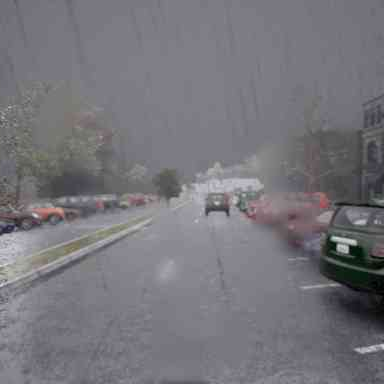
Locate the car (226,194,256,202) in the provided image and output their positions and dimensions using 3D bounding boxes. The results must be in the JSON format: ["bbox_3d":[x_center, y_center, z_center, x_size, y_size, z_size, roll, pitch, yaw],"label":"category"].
[{"bbox_3d":[8.914,1.070,60.997,4.892,1.521,2.231,0,0,-17],"label":"car"}]

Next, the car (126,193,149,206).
[{"bbox_3d":[-9.937,1.232,50.885,5.566,2.045,2.435,-2,1,-16],"label":"car"}]

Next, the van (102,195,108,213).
[{"bbox_3d":[-10.962,1.359,33.112,4.442,1.987,1.878,-2,0,-16],"label":"van"}]

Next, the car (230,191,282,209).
[{"bbox_3d":[7.636,0.946,39.965,5.566,2.045,2.435,0,0,-16],"label":"car"}]

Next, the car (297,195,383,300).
[{"bbox_3d":[5.386,1.138,6.938,5.566,2.045,2.435,0,0,-16],"label":"car"}]

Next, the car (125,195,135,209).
[{"bbox_3d":[-10.305,1.527,42.043,5.366,1.575,1.946,-2,0,-16],"label":"car"}]

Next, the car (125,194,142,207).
[{"bbox_3d":[-10.068,1.529,47.941,4.792,1.488,2.163,-2,0,-16],"label":"car"}]

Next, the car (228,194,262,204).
[{"bbox_3d":[8.761,1.101,55.033,5.366,1.575,1.946,0,0,-17],"label":"car"}]

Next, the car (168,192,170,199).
[{"bbox_3d":[-8.615,1.183,83.485,4.553,1.767,2.185,-2,1,-19],"label":"car"}]

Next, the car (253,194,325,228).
[{"bbox_3d":[6.175,1.201,18.957,4.553,1.767,2.185,0,0,-16],"label":"car"}]

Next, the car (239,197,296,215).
[{"bbox_3d":[6.987,1.282,30.949,4.792,1.488,2.163,0,1,-16],"label":"car"}]

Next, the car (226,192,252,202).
[{"bbox_3d":[9.051,0.924,64.013,4.553,1.767,2.185,0,0,-18],"label":"car"}]

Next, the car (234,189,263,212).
[{"bbox_3d":[6.789,1.020,27.946,5.566,2.045,2.435,0,1,-16],"label":"car"}]

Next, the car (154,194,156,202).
[{"bbox_3d":[-9.354,1.305,59.798,4.553,1.767,2.185,-2,1,-17],"label":"car"}]

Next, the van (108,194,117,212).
[{"bbox_3d":[-10.769,1.341,36.083,4.442,1.987,1.878,-2,0,-16],"label":"van"}]

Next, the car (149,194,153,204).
[{"bbox_3d":[-9.543,1.457,53.921,5.366,1.575,1.946,-2,0,-16],"label":"car"}]

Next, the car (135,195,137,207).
[{"bbox_3d":[-10.316,1.548,44.947,4.792,1.488,2.163,-2,1,-16],"label":"car"}]

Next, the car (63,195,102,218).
[{"bbox_3d":[-11.298,1.356,30.097,5.566,2.045,2.435,-2,0,-16],"label":"car"}]

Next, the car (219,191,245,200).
[{"bbox_3d":[9.549,0.710,79.096,5.566,2.045,2.435,0,1,-19],"label":"car"}]

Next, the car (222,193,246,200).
[{"bbox_3d":[9.518,0.979,76.090,5.008,1.535,2.097,0,1,-19],"label":"car"}]

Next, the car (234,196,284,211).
[{"bbox_3d":[7.416,1.216,36.956,5.008,1.535,2.097,0,1,-16],"label":"car"}]

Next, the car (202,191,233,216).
[{"bbox_3d":[2.327,1.077,31.016,2.150,2.045,5.566,-1,1,4],"label":"car"}]

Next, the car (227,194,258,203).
[{"bbox_3d":[8.771,1.087,57.982,5.008,1.535,2.097,0,1,-17],"label":"car"}]

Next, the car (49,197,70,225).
[{"bbox_3d":[-11.628,1.515,24.172,4.553,1.767,2.185,-2,0,-16],"label":"car"}]

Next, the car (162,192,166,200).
[{"bbox_3d":[-8.843,1.397,71.650,4.792,1.488,2.163,-2,0,-18],"label":"car"}]

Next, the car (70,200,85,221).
[{"bbox_3d":[-11.460,1.664,27.140,4.674,1.452,2.002,-2,0,-16],"label":"car"}]

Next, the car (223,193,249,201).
[{"bbox_3d":[9.325,1.013,70.055,5.008,1.535,2.097,0,0,-18],"label":"car"}]

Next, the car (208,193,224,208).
[{"bbox_3d":[3.279,1.118,45.462,2.097,1.767,4.553,-1,0,4],"label":"car"}]

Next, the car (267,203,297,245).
[{"bbox_3d":[5.792,1.364,12.952,5.008,1.535,2.097,0,1,-16],"label":"car"}]

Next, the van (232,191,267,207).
[{"bbox_3d":[7.899,0.936,45.917,4.442,1.987,1.878,0,1,-16],"label":"van"}]

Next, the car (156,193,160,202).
[{"bbox_3d":[-9.221,1.415,62.752,5.008,1.535,2.097,-2,0,-17],"label":"car"}]

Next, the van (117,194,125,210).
[{"bbox_3d":[-10.575,1.324,39.055,4.442,1.987,1.878,-2,0,-16],"label":"van"}]

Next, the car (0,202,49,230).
[{"bbox_3d":[-11.888,1.535,21.192,4.553,1.767,2.185,-2,0,-16],"label":"car"}]

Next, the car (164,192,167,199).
[{"bbox_3d":[-8.781,1.352,74.594,5.008,1.535,2.097,-2,1,-18],"label":"car"}]

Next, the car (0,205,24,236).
[{"bbox_3d":[-12.054,1.708,17.827,4.792,1.488,2.163,-2,0,-16],"label":"car"}]

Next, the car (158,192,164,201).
[{"bbox_3d":[-9.004,1.414,68.660,4.792,1.488,2.163,-2,1,-18],"label":"car"}]

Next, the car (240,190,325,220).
[{"bbox_3d":[6.386,1.057,21.945,5.566,2.045,2.435,0,1,-16],"label":"car"}]

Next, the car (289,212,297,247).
[{"bbox_3d":[5.576,1.419,9.934,4.674,1.452,2.002,0,1,-16],"label":"car"}]

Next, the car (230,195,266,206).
[{"bbox_3d":[8.235,1.172,48.972,4.792,1.488,2.163,0,0,-16],"label":"car"}]

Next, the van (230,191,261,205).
[{"bbox_3d":[8.287,0.899,51.929,4.442,1.987,1.878,0,1,-17],"label":"van"}]
